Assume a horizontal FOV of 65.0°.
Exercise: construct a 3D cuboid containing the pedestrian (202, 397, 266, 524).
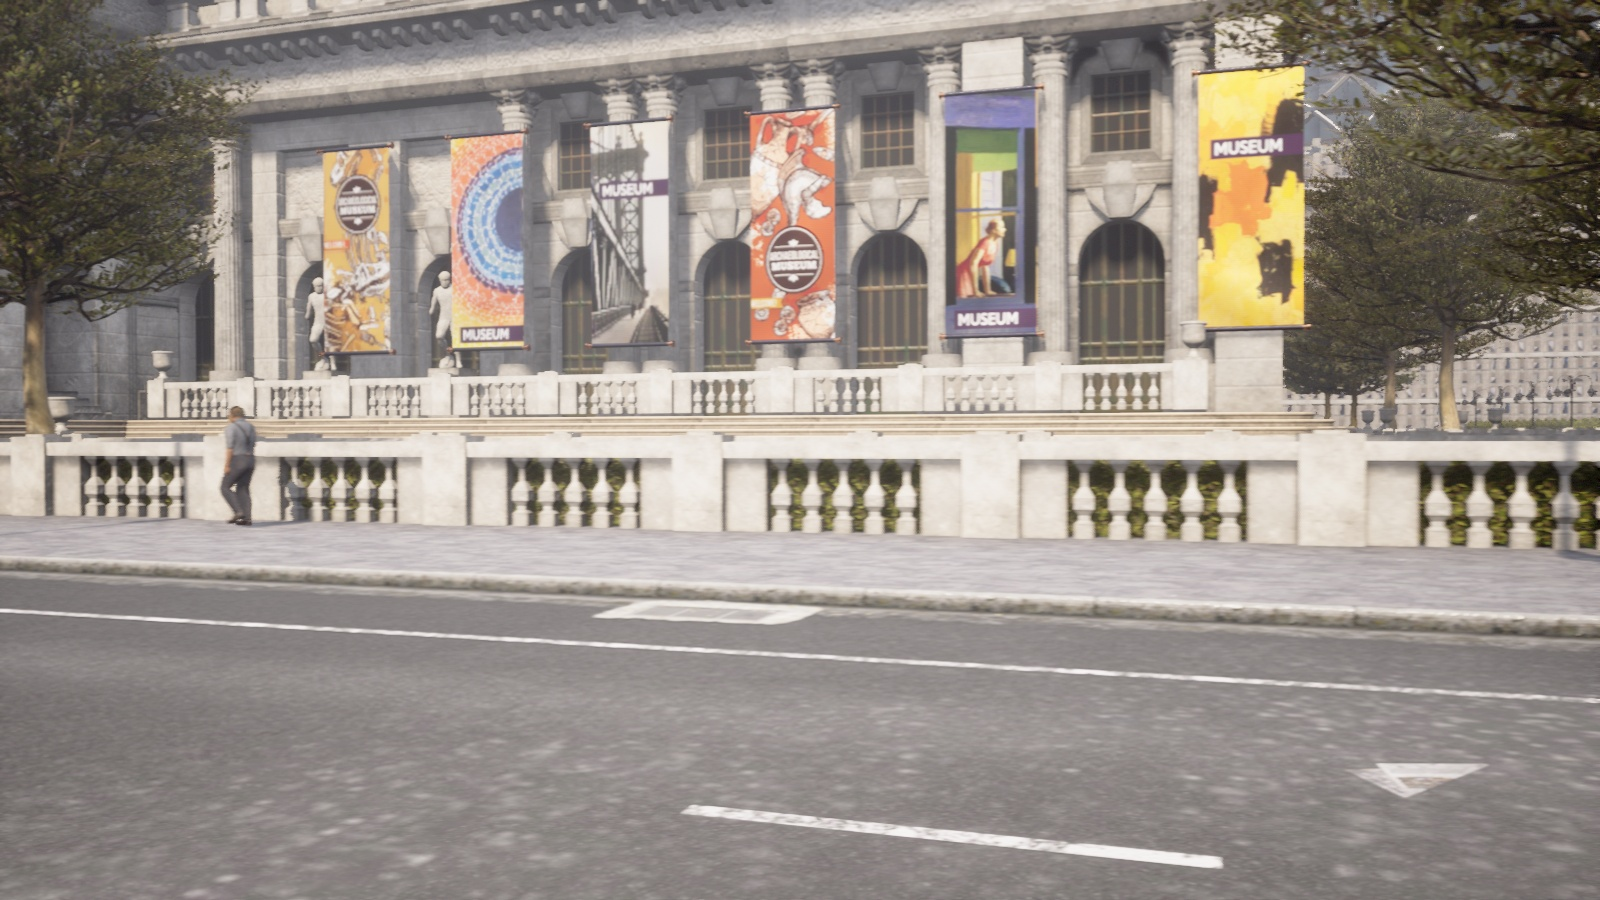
[{"bbox_3d":[-8.410,0.153,18.661,0.694,1.848,0.540,1,1,25],"label":"pedestrian"}]
